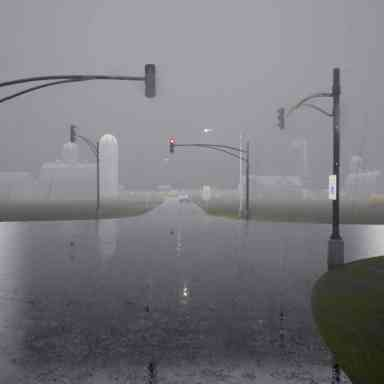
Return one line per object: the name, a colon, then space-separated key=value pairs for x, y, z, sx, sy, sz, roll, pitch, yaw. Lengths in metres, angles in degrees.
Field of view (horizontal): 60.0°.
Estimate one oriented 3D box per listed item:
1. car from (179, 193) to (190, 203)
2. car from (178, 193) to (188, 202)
car: x=-1.513 y=1.553 z=69.886 sx=1.812 sy=1.442 sz=4.674 roll=0 pitch=0 yaw=-3
car: x=-2.097 y=1.189 z=79.920 sx=2.150 sy=2.045 sz=5.566 roll=0 pitch=0 yaw=-4
